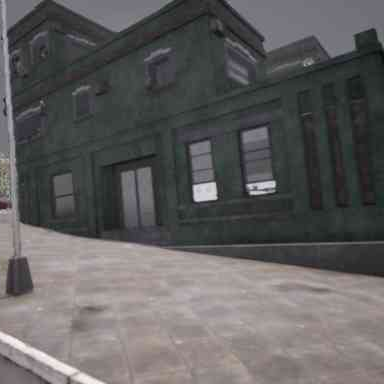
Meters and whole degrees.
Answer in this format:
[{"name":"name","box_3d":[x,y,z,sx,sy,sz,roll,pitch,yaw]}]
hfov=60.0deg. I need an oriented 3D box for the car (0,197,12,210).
[{"name":"car","box_3d":[-19.088,1.275,32.586,1.882,1.535,5.008,-7,-2,17]}]
